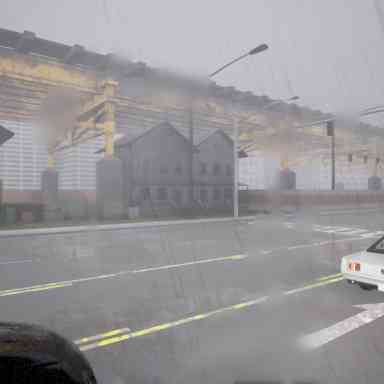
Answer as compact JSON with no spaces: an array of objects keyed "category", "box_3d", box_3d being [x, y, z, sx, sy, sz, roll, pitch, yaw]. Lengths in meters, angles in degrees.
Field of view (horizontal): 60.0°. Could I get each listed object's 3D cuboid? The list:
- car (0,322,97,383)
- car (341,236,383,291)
[{"category":"car","box_3d":[-2.941,1.492,1.648,4.902,1.511,2.128,0,0,-35]},{"category":"car","box_3d":[5.616,1.601,7.776,4.718,1.301,1.895,0,0,-35]}]
